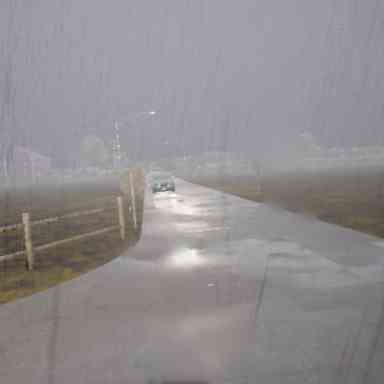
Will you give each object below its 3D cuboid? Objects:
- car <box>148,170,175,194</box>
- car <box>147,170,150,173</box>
[{"bbox_3d":[-2.931,-0.874,32.861,2.150,2.045,5.566,-5,6,-8],"label":"car"},{"bbox_3d":[-9.350,-4.234,79.069,2.150,2.045,5.566,-5,5,-8],"label":"car"}]
